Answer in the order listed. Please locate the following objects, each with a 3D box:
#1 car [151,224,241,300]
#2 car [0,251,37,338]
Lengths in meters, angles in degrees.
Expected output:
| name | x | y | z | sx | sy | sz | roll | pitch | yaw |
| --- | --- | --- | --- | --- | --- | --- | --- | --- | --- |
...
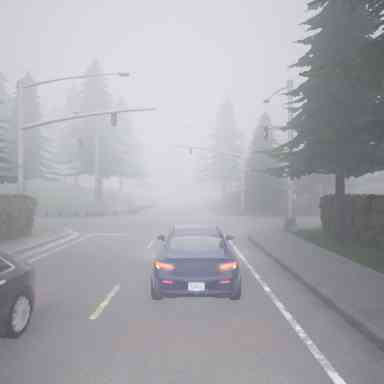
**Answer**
| name | x | y | z | sx | sy | sz | roll | pitch | yaw |
| --- | --- | --- | --- | --- | --- | --- | --- | --- | --- |
| car | 0.084 | 1.526 | 8.248 | 1.812 | 1.442 | 4.674 | 0 | 0 | 0 |
| car | -3.581 | 1.507 | 3.821 | 1.837 | 1.490 | 4.892 | 0 | -1 | 0 |
